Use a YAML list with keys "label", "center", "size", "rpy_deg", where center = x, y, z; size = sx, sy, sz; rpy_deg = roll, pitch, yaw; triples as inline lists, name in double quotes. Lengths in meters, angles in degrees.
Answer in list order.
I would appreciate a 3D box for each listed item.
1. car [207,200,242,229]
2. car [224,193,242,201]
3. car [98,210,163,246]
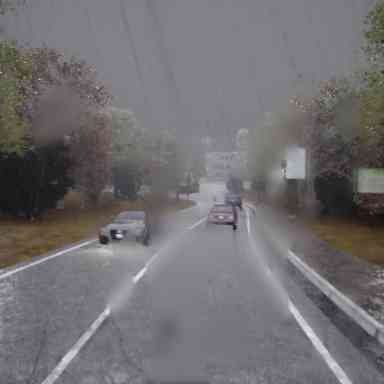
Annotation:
- label: "car"
  center: [2.054, 1.521, 21.759]
  size: [2.033, 1.411, 5.357]
  rpy_deg: [1, 0, 9]
- label: "car"
  center: [5.254, 1.161, 42.623]
  size: [2.150, 2.045, 5.566]
  rpy_deg: [1, 0, 7]
- label: "car"
  center: [-2.563, 1.500, 14.812]
  size: [1.994, 1.385, 4.181]
  rpy_deg: [1, 0, 7]
